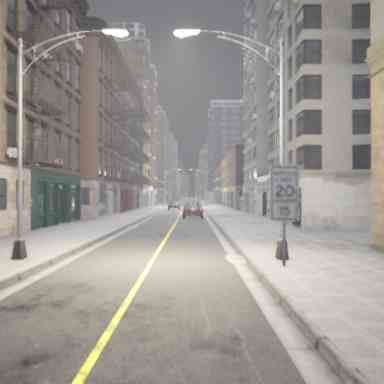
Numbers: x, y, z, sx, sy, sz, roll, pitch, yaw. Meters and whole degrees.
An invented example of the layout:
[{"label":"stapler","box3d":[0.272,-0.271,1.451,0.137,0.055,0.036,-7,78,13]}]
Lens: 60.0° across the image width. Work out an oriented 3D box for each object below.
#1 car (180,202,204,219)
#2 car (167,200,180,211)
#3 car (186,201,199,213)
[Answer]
[{"label":"car","box3d":[0.087,1.771,34.361,2.097,1.767,4.553,0,-1,0]},{"label":"car","box3d":[-2.765,1.931,50.901,1.837,1.490,4.892,0,-1,0]},{"label":"car","box3d":[0.076,2.104,47.157,1.812,1.442,4.674,0,-1,0]}]
